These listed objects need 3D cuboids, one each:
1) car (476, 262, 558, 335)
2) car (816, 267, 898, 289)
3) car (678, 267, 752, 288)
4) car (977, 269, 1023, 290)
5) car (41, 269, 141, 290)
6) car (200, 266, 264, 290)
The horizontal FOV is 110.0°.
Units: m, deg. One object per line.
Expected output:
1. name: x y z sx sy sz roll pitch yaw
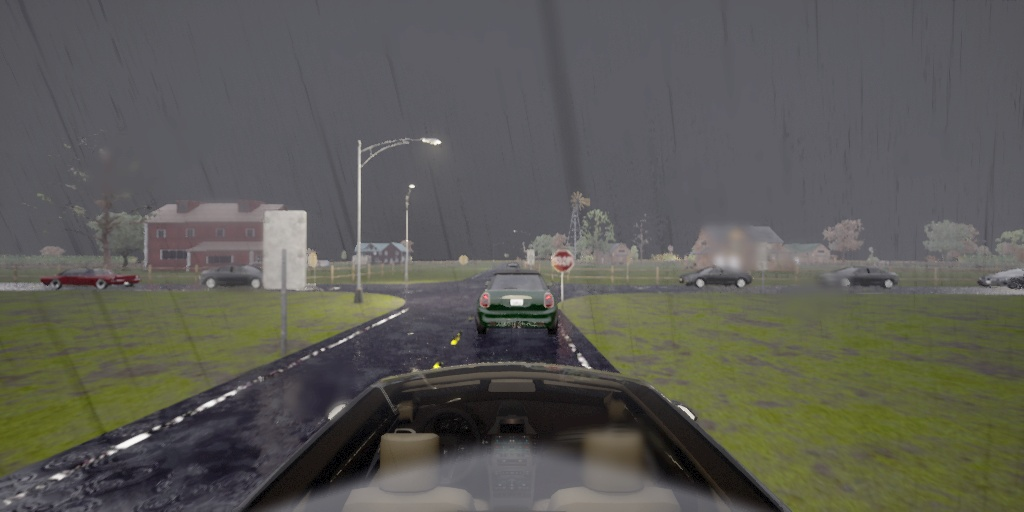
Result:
1. car: 0.210 1.184 10.965 2.097 1.767 4.553 0 -1 2
2. car: 24.857 1.558 25.947 4.892 1.490 1.837 0 0 1
3. car: 14.684 1.520 26.037 4.892 1.490 1.837 0 0 0
4. car: 36.649 1.632 25.839 4.674 1.442 1.812 0 0 1
5. car: -27.358 1.467 23.429 4.718 1.301 1.895 0 0 1
6. car: -17.412 1.398 23.349 4.892 1.490 1.837 0 0 1
